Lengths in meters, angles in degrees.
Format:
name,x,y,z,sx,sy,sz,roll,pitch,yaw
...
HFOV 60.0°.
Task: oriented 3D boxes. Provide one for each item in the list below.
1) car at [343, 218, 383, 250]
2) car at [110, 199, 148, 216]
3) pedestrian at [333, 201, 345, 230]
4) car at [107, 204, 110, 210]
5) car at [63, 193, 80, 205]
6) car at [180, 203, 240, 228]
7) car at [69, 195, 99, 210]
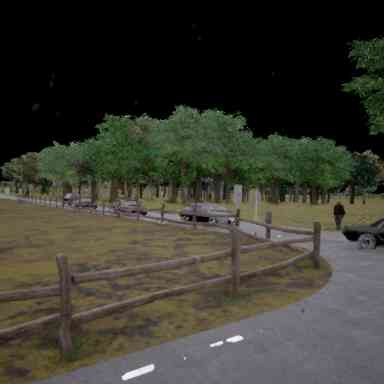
name,x,y,z,sx,sy,sz,roll,pitch,yaw
car,8.181,1.600,12.089,1.895,1.301,4.718,2,-1,-35
car,-5.907,1.562,32.039,1.994,1.385,4.181,2,-1,-35
pedestrian,9.243,1.421,20.950,0.375,1.860,0.375,2,-1,-35
car,-8.823,1.597,41.255,1.812,1.442,4.674,2,-1,-35
car,-21.193,1.263,58.772,2.150,2.045,5.566,2,-1,-36
car,1.119,1.496,22.083,2.128,1.511,4.902,2,-1,-35
car,-13.866,1.541,43.334,2.033,1.411,5.357,2,-1,-35
